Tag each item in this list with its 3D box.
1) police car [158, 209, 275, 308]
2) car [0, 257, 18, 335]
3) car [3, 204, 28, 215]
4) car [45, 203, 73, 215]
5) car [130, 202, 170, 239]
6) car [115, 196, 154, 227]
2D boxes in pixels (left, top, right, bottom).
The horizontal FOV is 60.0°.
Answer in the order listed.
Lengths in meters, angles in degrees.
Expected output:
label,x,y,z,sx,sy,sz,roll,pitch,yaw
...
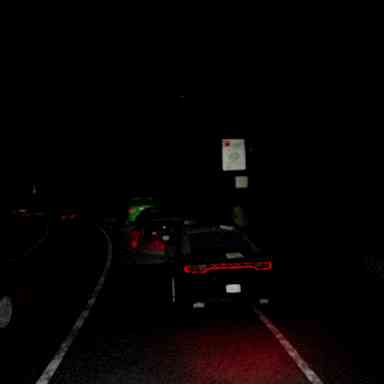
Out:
label,x,y,z,sx,sy,sz,roll,pitch,yaw
police car,0.337,1.450,8.226,1.930,1.638,5.238,-1,0,-8
car,-3.792,1.544,3.907,1.837,1.490,4.892,0,-1,-5
car,-27.337,2.644,51.373,4.892,1.490,1.837,-3,2,34
car,-16.867,2.101,42.051,4.902,1.511,2.128,-3,1,45
car,-1.968,1.553,18.301,1.882,1.535,5.008,-1,0,-17
car,-4.154,1.351,24.210,2.150,2.045,5.566,-2,0,-23
